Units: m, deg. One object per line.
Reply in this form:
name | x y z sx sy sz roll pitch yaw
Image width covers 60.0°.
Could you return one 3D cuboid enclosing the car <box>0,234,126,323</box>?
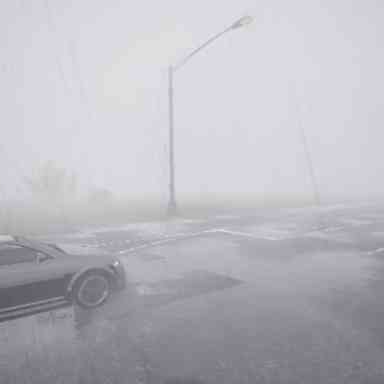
car | -3.355 1.471 6.029 4.181 1.385 1.994 -3 2 -37
